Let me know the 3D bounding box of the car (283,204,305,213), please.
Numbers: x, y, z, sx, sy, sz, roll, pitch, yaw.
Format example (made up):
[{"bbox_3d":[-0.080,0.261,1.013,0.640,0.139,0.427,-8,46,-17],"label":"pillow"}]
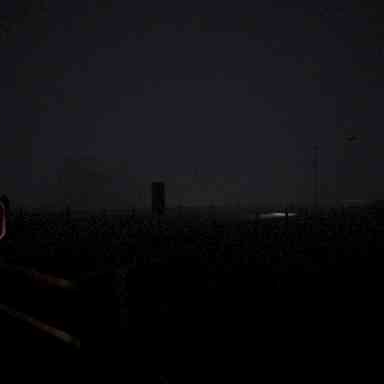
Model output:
[{"bbox_3d":[15.082,2.425,49.110,1.895,1.301,4.718,-1,-1,36],"label":"car"}]
